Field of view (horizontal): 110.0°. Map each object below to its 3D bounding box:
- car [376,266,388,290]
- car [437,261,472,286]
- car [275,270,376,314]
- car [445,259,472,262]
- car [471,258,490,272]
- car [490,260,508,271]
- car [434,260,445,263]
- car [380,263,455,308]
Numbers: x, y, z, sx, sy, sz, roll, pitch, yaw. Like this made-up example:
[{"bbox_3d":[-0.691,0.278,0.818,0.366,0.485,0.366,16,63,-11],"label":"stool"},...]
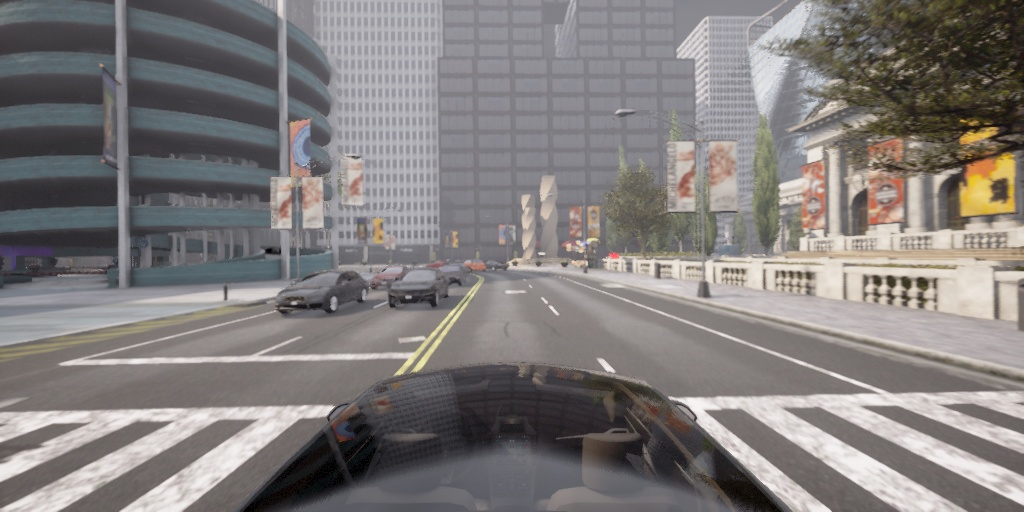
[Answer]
[{"bbox_3d":[-7.712,1.361,23.675,1.812,1.442,4.674,-1,0,-2],"label":"car"},{"bbox_3d":[-4.279,1.333,25.701,2.033,1.411,5.357,-1,0,-2],"label":"car"},{"bbox_3d":[-7.403,1.345,14.481,1.837,1.490,4.892,-1,0,-2],"label":"car"},{"bbox_3d":[-5.463,1.297,35.735,1.837,1.490,4.892,-1,0,-13],"label":"car"},{"bbox_3d":[-5.025,1.128,45.753,2.097,1.767,4.553,-1,0,-27],"label":"car"},{"bbox_3d":[-2.329,1.241,48.143,1.837,1.490,4.892,-1,0,-30],"label":"car"},{"bbox_3d":[-10.752,1.324,54.359,1.882,1.535,5.008,-1,0,-41],"label":"car"},{"bbox_3d":[-3.945,1.268,15.883,1.882,1.535,5.008,-1,0,-2],"label":"car"}]
